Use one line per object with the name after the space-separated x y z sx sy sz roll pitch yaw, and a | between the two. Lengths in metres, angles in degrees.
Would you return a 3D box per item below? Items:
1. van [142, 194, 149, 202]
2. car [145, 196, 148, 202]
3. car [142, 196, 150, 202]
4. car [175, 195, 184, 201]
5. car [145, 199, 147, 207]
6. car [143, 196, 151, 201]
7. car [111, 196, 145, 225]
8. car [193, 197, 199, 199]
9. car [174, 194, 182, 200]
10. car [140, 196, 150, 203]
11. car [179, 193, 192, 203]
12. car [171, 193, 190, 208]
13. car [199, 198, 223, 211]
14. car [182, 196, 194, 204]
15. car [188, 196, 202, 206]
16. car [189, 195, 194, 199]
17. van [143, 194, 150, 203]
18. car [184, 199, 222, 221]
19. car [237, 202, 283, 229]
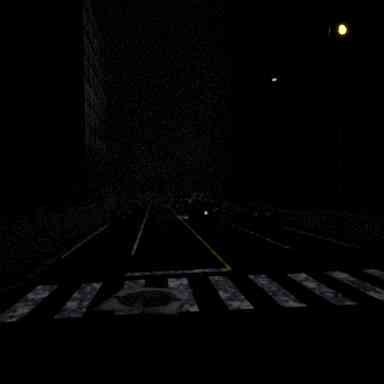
-11.045 1.459 79.366 1.690 1.788 3.998 -1 0 -6 | van
-6.760 1.621 41.374 1.752 1.417 4.829 -1 0 -6 | car
-11.630 1.647 84.601 1.752 1.417 4.829 -1 0 -6 | car
-3.179 1.493 85.724 1.887 1.381 4.507 -1 0 -6 | car
-6.168 1.676 36.139 1.802 1.307 4.206 -1 0 -6 | car
-12.257 1.693 90.173 1.947 1.339 4.313 -1 0 -6 | car
-4.956 1.406 25.332 2.192 1.841 5.009 -1 0 -6 | car
1.692 1.467 42.497 1.887 1.381 4.507 -1 0 -6 | car
-3.790 1.393 91.127 1.967 1.590 4.097 -1 0 -6 | car
-10.431 1.679 73.963 1.947 1.339 4.313 -1 0 -6 | car
-1.358 1.251 69.513 2.192 1.841 5.009 -1 0 -6 | car
-1.854 1.204 49.504 2.150 2.045 5.566 -1 0 -6 | car
2.301 1.471 37.093 2.008 1.369 4.403 -1 0 -6 | car
-0.763 1.458 64.279 1.752 1.417 4.829 -1 0 -6 | car
0.455 1.452 53.472 1.752 1.417 4.829 -1 0 -6 | car
1.083 1.469 47.900 1.887 1.381 4.507 -1 0 -6 | car
-8.000 1.442 52.349 1.690 1.788 3.998 -1 0 -6 | van
0.789 1.535 26.738 1.994 1.385 4.181 -1 0 -6 | car
4.125 1.356 20.883 1.967 1.590 4.097 -1 0 -6 | car
